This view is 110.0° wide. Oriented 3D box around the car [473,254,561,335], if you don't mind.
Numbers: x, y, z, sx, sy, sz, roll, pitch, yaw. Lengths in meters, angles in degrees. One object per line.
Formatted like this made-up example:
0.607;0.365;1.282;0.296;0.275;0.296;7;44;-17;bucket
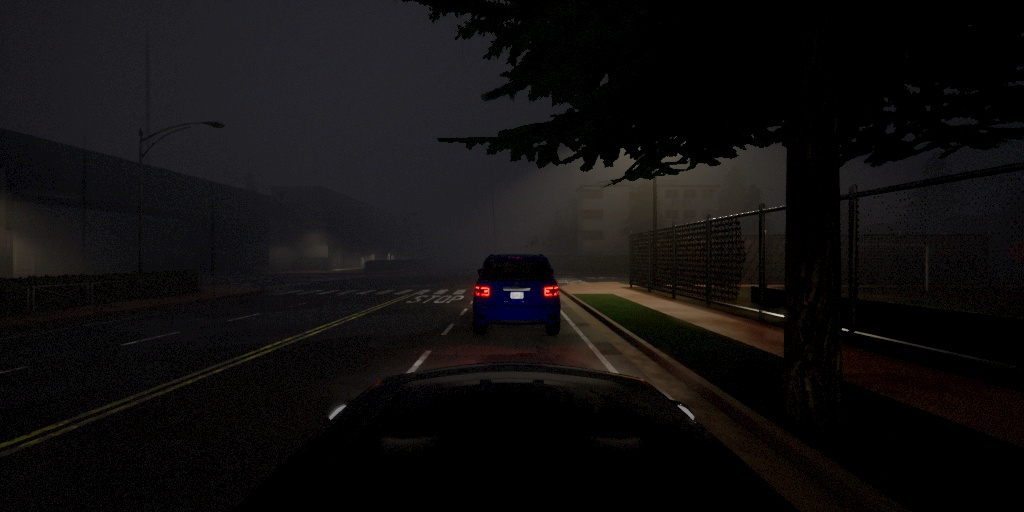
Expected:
0.116;0.972;10.689;2.150;2.045;5.566;0;0;0;car

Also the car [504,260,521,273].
0.029;1.242;45.564;2.128;1.511;4.902;0;0;0;car
